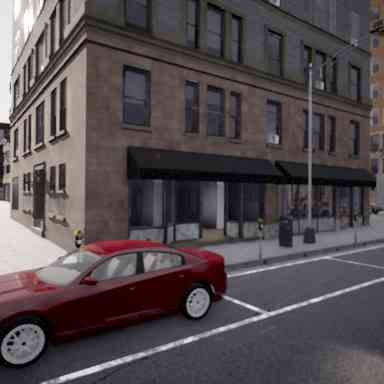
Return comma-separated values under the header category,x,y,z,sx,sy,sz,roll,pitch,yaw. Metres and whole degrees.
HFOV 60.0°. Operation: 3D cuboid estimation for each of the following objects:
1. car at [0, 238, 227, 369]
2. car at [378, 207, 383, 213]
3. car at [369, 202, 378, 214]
category,x,y,z,sx,sy,sz,roll,pitch,yaw
car,-1.427,1.545,5.734,4.507,1.381,1.887,0,1,-35
car,16.469,1.366,33.294,1.837,1.490,4.892,1,0,-35
car,14.212,1.360,30.864,1.812,1.442,4.674,1,0,-33
